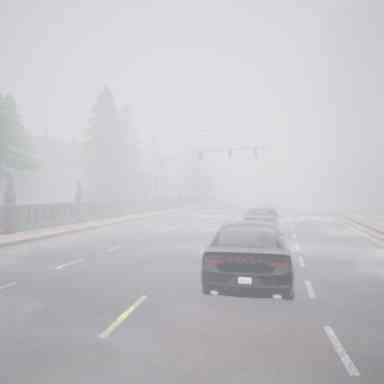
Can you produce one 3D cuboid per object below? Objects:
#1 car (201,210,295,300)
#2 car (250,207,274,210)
[{"bbox_3d":[1.479,1.463,8.504,1.882,1.535,5.008,0,0,12],"label":"car"},{"bbox_3d":[3.845,1.513,18.310,2.033,1.411,5.357,0,0,15],"label":"car"}]
